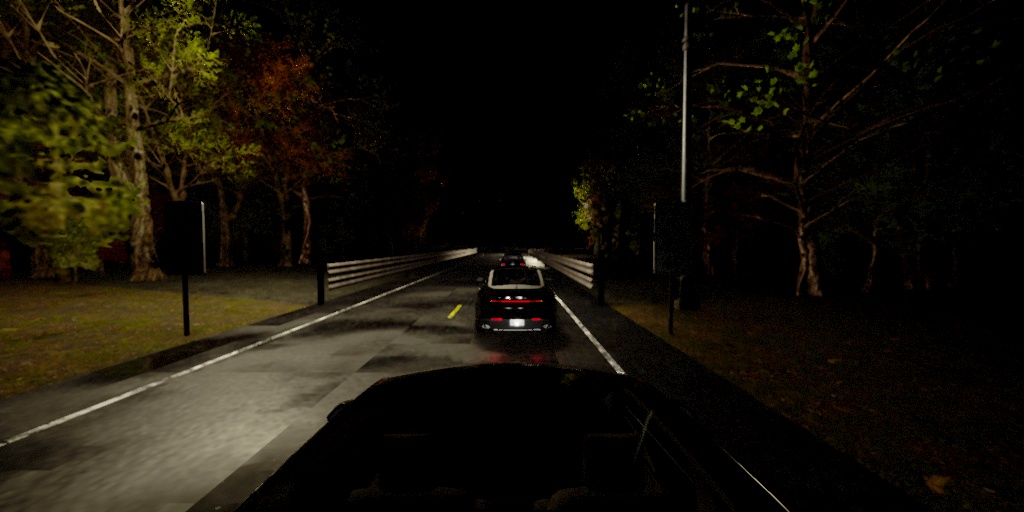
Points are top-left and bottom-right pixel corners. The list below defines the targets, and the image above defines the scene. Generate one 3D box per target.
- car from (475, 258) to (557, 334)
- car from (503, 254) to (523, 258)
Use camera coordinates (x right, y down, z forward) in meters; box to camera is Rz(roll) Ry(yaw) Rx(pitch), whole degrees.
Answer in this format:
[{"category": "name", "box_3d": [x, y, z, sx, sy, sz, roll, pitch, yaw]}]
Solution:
[{"category": "car", "box_3d": [0.074, 1.000, 9.664, 1.837, 1.490, 4.892, 0, 2, -1]}, {"category": "car", "box_3d": [0.067, 0.525, 25.679, 2.033, 1.411, 5.357, 0, 2, 0]}]
